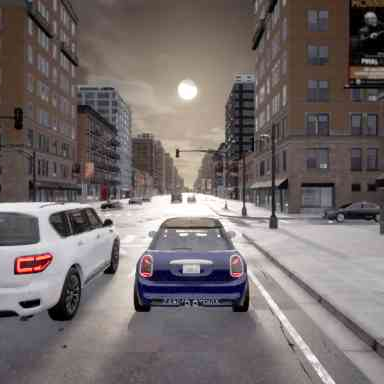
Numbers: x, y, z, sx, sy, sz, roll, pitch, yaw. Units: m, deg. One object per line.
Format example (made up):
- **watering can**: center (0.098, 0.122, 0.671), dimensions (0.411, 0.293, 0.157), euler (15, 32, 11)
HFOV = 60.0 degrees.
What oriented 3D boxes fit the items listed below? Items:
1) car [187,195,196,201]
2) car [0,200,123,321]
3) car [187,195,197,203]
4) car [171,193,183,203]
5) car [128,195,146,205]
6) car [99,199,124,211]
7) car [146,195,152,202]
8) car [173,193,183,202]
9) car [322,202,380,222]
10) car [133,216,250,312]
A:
- **car**: center (-0.104, 1.453, 79.697), dimensions (1.895, 1.301, 4.718), euler (0, 0, 0)
- **car**: center (-3.158, 1.223, 7.407), dimensions (2.150, 2.045, 5.566), euler (0, 0, 0)
- **car**: center (-0.090, 1.482, 69.248), dimensions (2.128, 1.511, 4.902), euler (0, 0, 0)
- **car**: center (-3.254, 1.211, 69.992), dimensions (2.150, 2.045, 5.566), euler (0, 0, 0)
- **car**: center (-9.906, 1.558, 58.330), dimensions (1.994, 1.385, 4.181), euler (0, 0, 0)
- **car**: center (-9.902, 1.599, 41.242), dimensions (1.895, 1.301, 4.718), euler (0, 0, 0)
- **car**: center (-9.844, 1.488, 72.224), dimensions (1.837, 1.490, 4.892), euler (0, 0, 0)
- **car**: center (-3.354, 1.212, 80.382), dimensions (2.150, 2.045, 5.566), euler (0, 0, 0)
- **car**: center (12.688, 1.545, 25.901), dimensions (4.892, 1.490, 1.837), euler (0, 0, 2)
- **car**: center (-0.003, 1.352, 7.864), dimensions (2.097, 1.767, 4.553), euler (0, 0, 0)
